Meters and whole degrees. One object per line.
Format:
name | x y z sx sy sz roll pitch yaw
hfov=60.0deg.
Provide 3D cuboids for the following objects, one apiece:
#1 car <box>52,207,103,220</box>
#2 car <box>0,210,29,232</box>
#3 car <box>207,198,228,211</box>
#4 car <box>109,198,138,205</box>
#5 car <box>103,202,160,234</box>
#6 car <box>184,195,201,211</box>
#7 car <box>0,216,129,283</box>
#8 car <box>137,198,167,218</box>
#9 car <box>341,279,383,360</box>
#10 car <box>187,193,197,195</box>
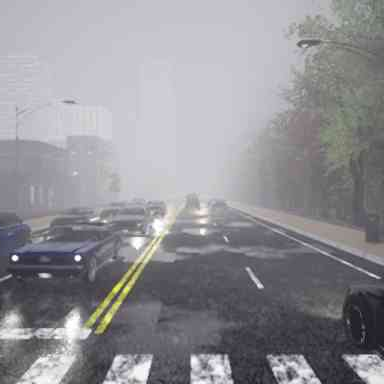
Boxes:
car | -6.597 1.566 19.333 1.994 1.385 4.181 0 0 0
car | -6.621 1.353 9.752 2.097 1.767 4.553 0 0 1
car | 3.359 1.494 41.271 2.128 1.511 4.902 0 0 0
car | -6.575 1.550 30.035 2.033 1.411 5.357 0 0 0
car | -3.345 1.549 19.449 2.033 1.411 5.357 0 0 0
car | 0.099 1.507 41.752 1.837 1.490 4.892 0 0 0
car | -3.350 1.602 9.792 1.895 1.301 4.718 0 0 0
car | -3.320 1.494 30.490 2.128 1.511 4.902 0 0 0
car | 3.350 1.564 3.582 1.994 1.385 4.181 0 0 0
car | 0.010 1.223 51.818 2.150 2.045 5.566 0 0 0
